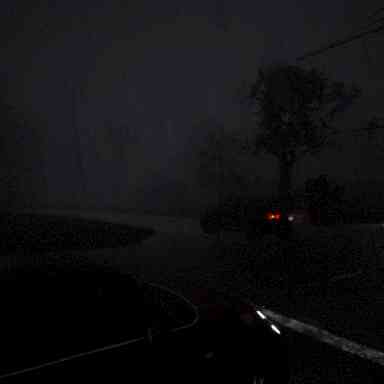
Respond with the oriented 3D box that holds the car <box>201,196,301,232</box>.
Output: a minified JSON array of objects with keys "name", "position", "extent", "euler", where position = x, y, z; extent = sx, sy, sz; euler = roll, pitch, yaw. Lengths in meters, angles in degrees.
[{"name":"car","position":[2.718,1.228,16.506],"extent":[2.150,2.045,5.566],"euler":[1,0,-34]}]

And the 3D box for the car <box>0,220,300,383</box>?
[{"name":"car","position":[-1.181,1.353,2.963],"extent":[4.553,1.767,2.097],"euler":[0,0,-37]}]
